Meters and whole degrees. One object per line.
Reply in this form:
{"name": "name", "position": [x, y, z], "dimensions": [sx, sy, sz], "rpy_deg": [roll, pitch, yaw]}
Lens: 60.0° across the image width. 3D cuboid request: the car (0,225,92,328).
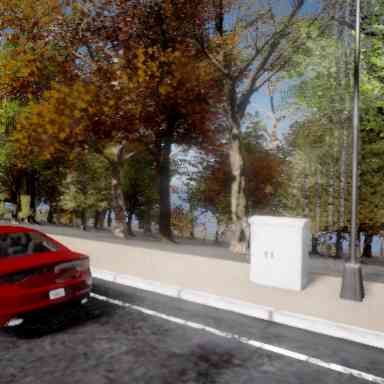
{"name": "car", "position": [-4.114, 1.406, 6.615], "dimensions": [5.008, 1.535, 1.882], "rpy_deg": [1, 0, 35]}
